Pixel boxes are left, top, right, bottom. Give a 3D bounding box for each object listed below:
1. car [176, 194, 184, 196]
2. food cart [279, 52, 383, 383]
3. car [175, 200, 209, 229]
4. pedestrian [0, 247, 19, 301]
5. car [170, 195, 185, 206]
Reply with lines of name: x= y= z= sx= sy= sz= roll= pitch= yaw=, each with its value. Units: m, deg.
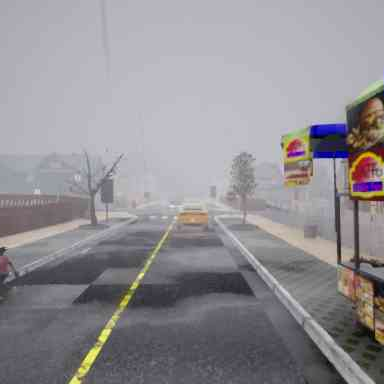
car: x=-2.744 y=1.413 z=73.374 sx=2.150 sy=2.045 sz=5.566 roll=0 pitch=0 yaw=0
food cart: x=2.981 y=0.468 z=4.528 sx=2.280 sy=3.560 sz=4.660 roll=-1 pitch=-1 yaw=0
car: x=0.067 y=1.500 z=21.802 sx=1.882 sy=1.535 sz=5.008 roll=0 pitch=0 yaw=0
pedestrian: x=-3.952 y=1.297 z=6.992 sx=0.375 sy=1.860 sz=0.375 roll=1 pitch=-1 yaw=-3
car: x=-2.819 y=1.685 z=58.423 sx=1.994 sy=1.385 sz=4.181 roll=0 pitch=0 yaw=0
